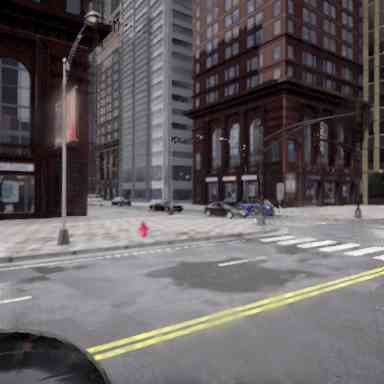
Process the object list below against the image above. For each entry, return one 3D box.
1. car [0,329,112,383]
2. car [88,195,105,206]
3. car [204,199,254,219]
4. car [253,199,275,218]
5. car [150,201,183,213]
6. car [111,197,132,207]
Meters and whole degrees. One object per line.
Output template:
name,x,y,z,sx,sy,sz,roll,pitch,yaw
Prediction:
car,-2.744,1.498,1.489,4.902,1.511,2.128,0,0,-35
car,-17.002,1.497,57.490,2.150,2.045,5.566,0,0,-35
car,2.902,1.558,29.250,1.812,1.442,4.674,0,0,-35
car,5.488,1.401,31.052,2.097,1.767,4.553,0,-1,-35
car,-2.897,1.680,37.434,1.895,1.301,4.718,0,0,-35
car,-11.899,1.543,55.650,2.097,1.767,4.553,0,-1,-35
